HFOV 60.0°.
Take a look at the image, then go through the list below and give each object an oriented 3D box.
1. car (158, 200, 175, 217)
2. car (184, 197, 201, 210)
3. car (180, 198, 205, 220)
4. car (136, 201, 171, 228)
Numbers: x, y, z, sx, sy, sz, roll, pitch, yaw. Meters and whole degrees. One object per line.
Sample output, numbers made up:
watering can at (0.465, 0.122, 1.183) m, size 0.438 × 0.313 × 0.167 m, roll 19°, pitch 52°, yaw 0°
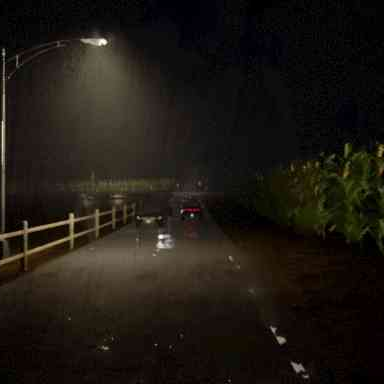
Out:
car at (-2.738, 1.535, 32.106) m, size 1.837 × 1.490 × 4.892 m, roll 0°, pitch 1°, yaw 0°
car at (0.061, 1.412, 42.576) m, size 2.033 × 1.411 × 5.357 m, roll 0°, pitch 1°, yaw 1°
car at (0.023, 1.566, 28.911) m, size 1.837 × 1.490 × 4.892 m, roll 0°, pitch 1°, yaw 0°
car at (-2.746, 1.616, 23.406) m, size 1.812 × 1.442 × 4.674 m, roll 0°, pitch 0°, yaw 0°
